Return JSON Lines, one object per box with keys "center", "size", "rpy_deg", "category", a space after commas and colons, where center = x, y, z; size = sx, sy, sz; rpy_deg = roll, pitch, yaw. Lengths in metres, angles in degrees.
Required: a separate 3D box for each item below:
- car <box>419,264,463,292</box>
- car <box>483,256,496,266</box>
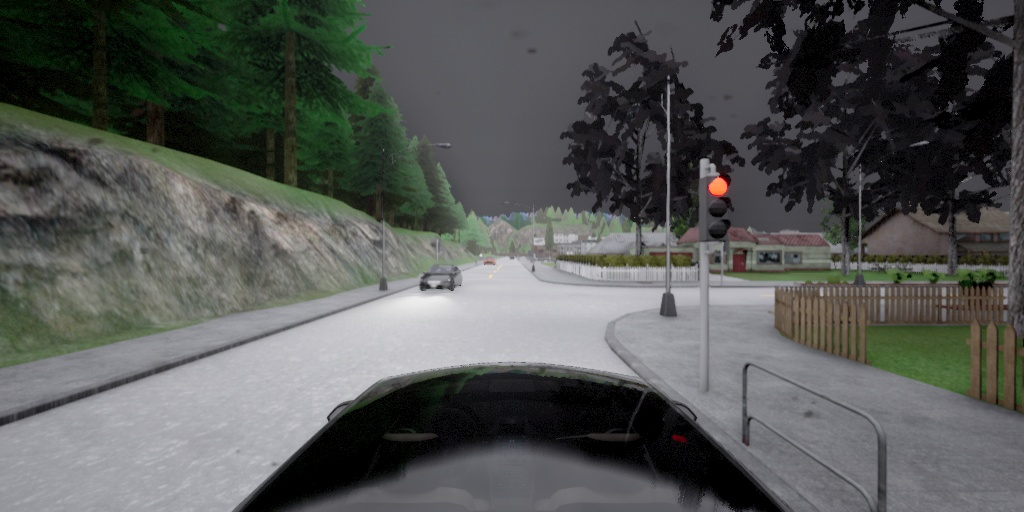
{"center": [-4.004, 1.223, 20.831], "size": [2.128, 1.511, 4.902], "rpy_deg": [0, 1, 0], "category": "car"}
{"center": [-3.990, 0.844, 64.356], "size": [2.097, 1.767, 4.553], "rpy_deg": [0, 0, 0], "category": "car"}
